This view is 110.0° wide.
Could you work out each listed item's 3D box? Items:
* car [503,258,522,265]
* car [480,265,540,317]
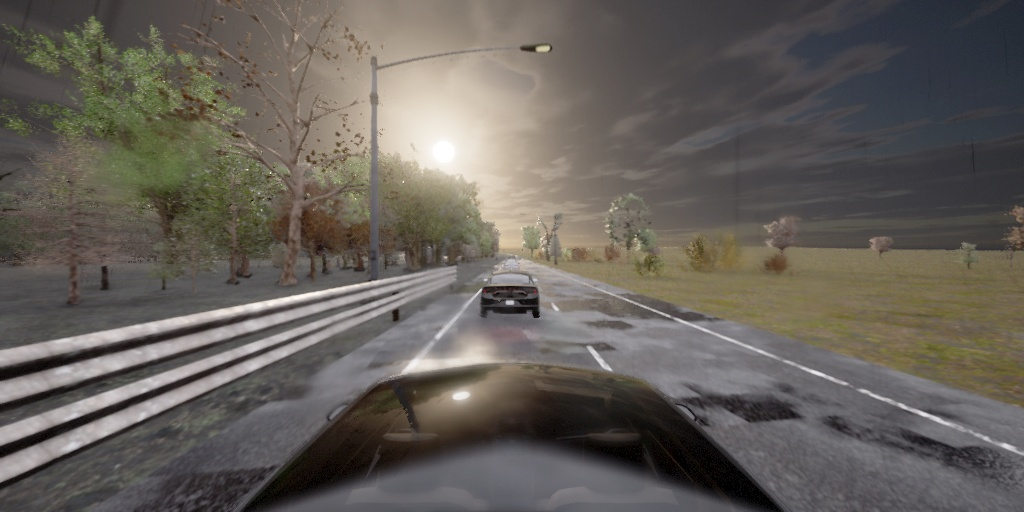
[{"bbox_3d":[-0.053,1.244,43.192,1.812,1.442,4.674,0,0,0],"label":"car"},{"bbox_3d":[-0.059,1.241,13.116,1.882,1.535,5.008,0,0,0],"label":"car"}]
